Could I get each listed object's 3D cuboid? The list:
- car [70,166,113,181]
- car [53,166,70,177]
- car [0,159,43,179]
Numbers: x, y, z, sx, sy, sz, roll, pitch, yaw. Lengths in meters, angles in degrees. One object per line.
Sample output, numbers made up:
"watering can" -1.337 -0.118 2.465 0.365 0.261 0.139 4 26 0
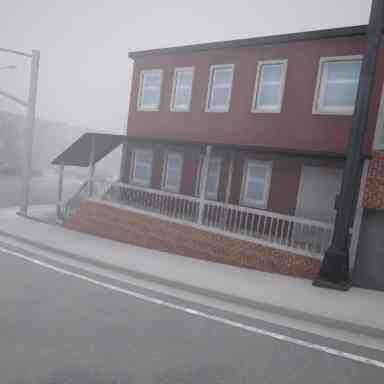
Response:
"car" -11.775 -2.171 40.295 1.837 1.490 4.892 11 6 35
"car" -14.695 -2.661 42.181 2.033 1.411 5.357 11 6 35
"car" -17.417 -2.135 32.488 2.033 1.411 5.357 11 6 37
